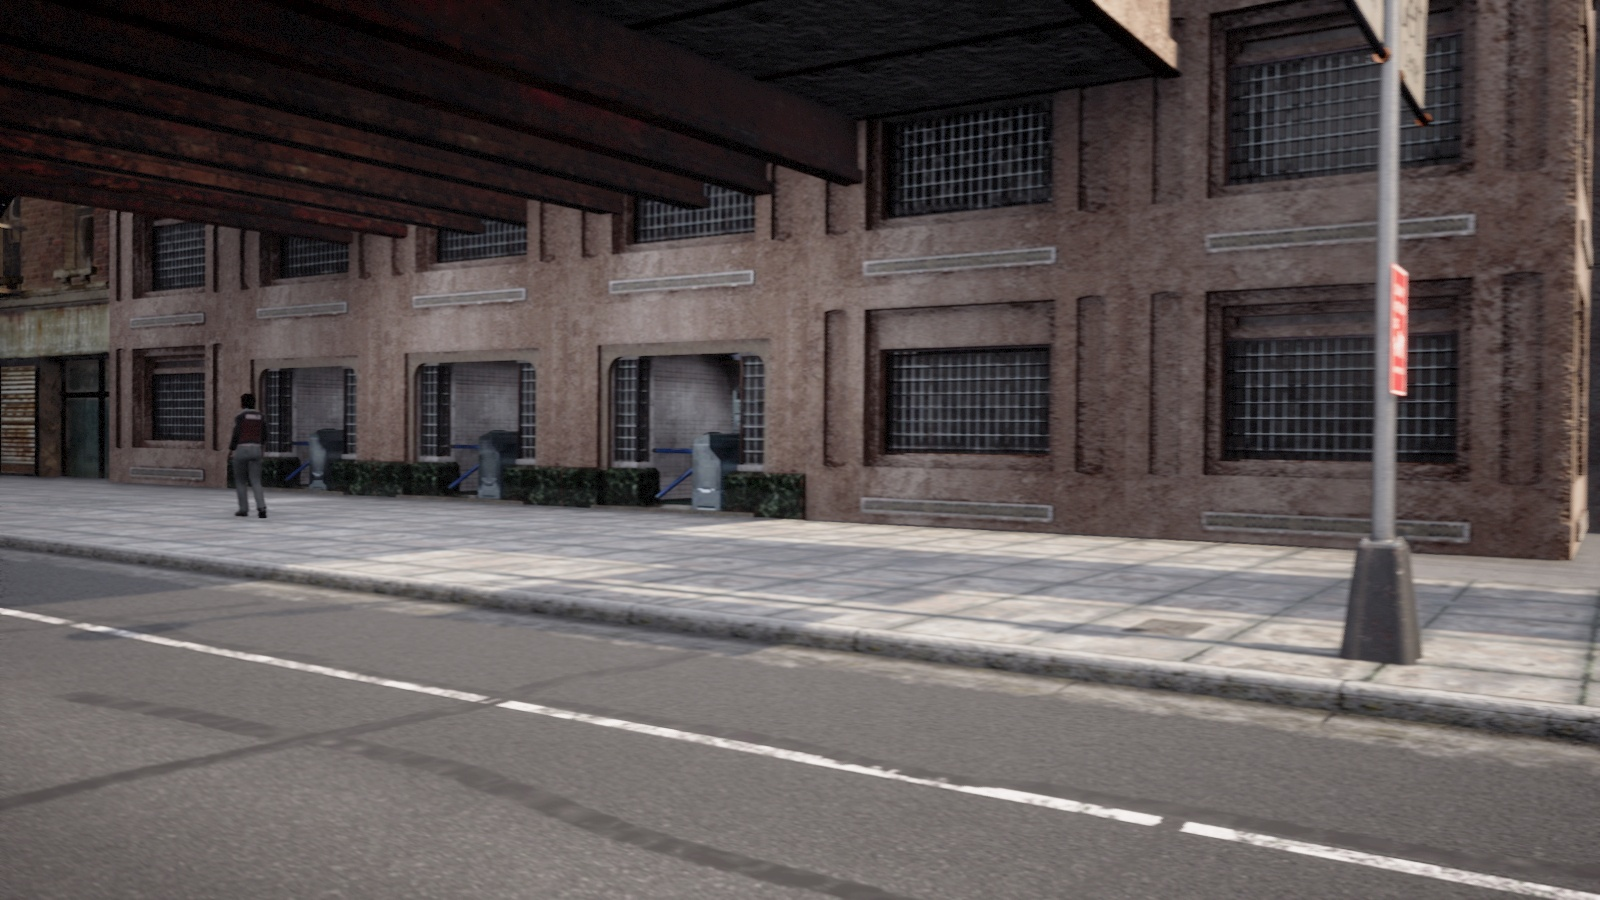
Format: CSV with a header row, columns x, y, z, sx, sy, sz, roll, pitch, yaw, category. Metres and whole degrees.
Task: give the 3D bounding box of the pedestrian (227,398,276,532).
x,y,z,sx,sy,sz,roll,pitch,yaw,category
-8.040,0.210,18.412,0.666,1.930,0.402,0,1,43,pedestrian
